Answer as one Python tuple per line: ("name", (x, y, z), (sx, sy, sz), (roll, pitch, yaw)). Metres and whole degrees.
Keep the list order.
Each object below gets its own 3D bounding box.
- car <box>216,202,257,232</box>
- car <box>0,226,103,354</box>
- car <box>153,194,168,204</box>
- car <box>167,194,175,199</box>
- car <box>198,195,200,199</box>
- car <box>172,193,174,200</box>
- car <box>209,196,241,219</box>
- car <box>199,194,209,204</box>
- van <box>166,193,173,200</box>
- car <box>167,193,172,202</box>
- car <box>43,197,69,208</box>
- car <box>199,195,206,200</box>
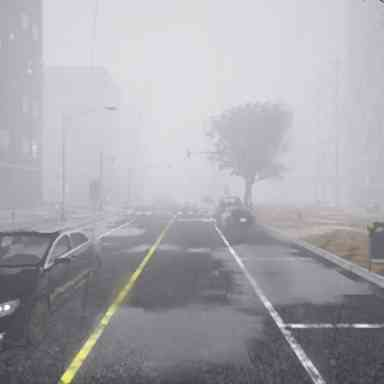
("car", (2.691, 1.500, 19.591), (1.947, 1.339, 4.313), (0, 0, 0))
("car", (-3.099, 1.469, 6.287), (2.128, 1.511, 4.902), (0, 0, 0))
("car", (-5.693, 1.375, 57.502), (2.008, 1.369, 4.403), (0, 0, 0))
("car", (-5.696, 1.337, 90.698), (1.802, 1.307, 4.206), (0, 0, 0))
("car", (2.686, 1.324, 68.738), (1.752, 1.417, 4.829), (0, 0, 0))
("car", (-5.695, 1.217, 79.633), (1.967, 1.590, 4.097), (0, 0, 0))
("car", (2.691, 1.231, 25.114), (2.192, 1.841, 5.009), (0, 0, 0))
("car", (2.687, 1.369, 57.502), (1.887, 1.381, 4.507), (0, 0, 0))
("van", (-5.695, 1.107, 85.165), (1.690, 1.788, 3.998), (0, 0, 0))
("car", (-5.694, 1.350, 68.568), (2.008, 1.369, 4.403), (0, 0, 0))
("car", (-16.428, 1.216, 38.095), (4.403, 1.369, 2.008), (1, -1, -1))
("car", (2.685, 1.348, 85.165), (1.802, 1.307, 4.206), (0, 0, 0))
